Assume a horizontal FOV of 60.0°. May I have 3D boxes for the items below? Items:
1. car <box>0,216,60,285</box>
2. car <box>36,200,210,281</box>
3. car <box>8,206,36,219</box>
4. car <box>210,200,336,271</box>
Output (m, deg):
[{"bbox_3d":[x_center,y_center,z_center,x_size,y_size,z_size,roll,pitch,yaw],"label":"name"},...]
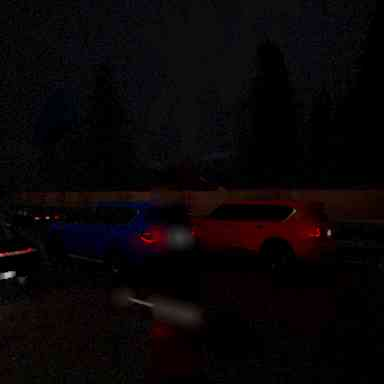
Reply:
[{"bbox_3d":[-5.709,1.547,8.569,4.902,1.511,2.128,0,0,40],"label":"car"},{"bbox_3d":[-2.391,1.280,10.350,5.566,2.045,2.150,0,0,40],"label":"car"},{"bbox_3d":[-10.811,1.682,22.583,2.033,1.411,5.357,0,0,-45],"label":"car"},{"bbox_3d":[1.889,1.276,11.360,5.566,2.045,2.150,0,0,39],"label":"car"}]
